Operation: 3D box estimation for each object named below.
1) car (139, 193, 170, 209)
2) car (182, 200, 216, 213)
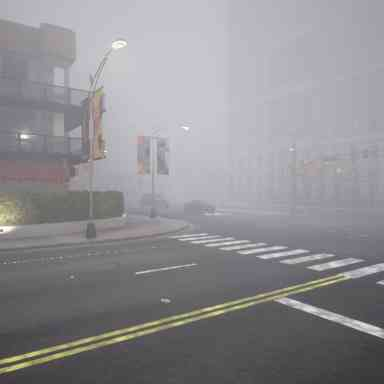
[{"bbox_3d":[-5.203,1.221,45.335,2.150,2.045,5.566,0,0,-35],"label":"car"},{"bbox_3d":[0.733,1.564,36.698,1.994,1.385,4.181,0,0,-35],"label":"car"}]
